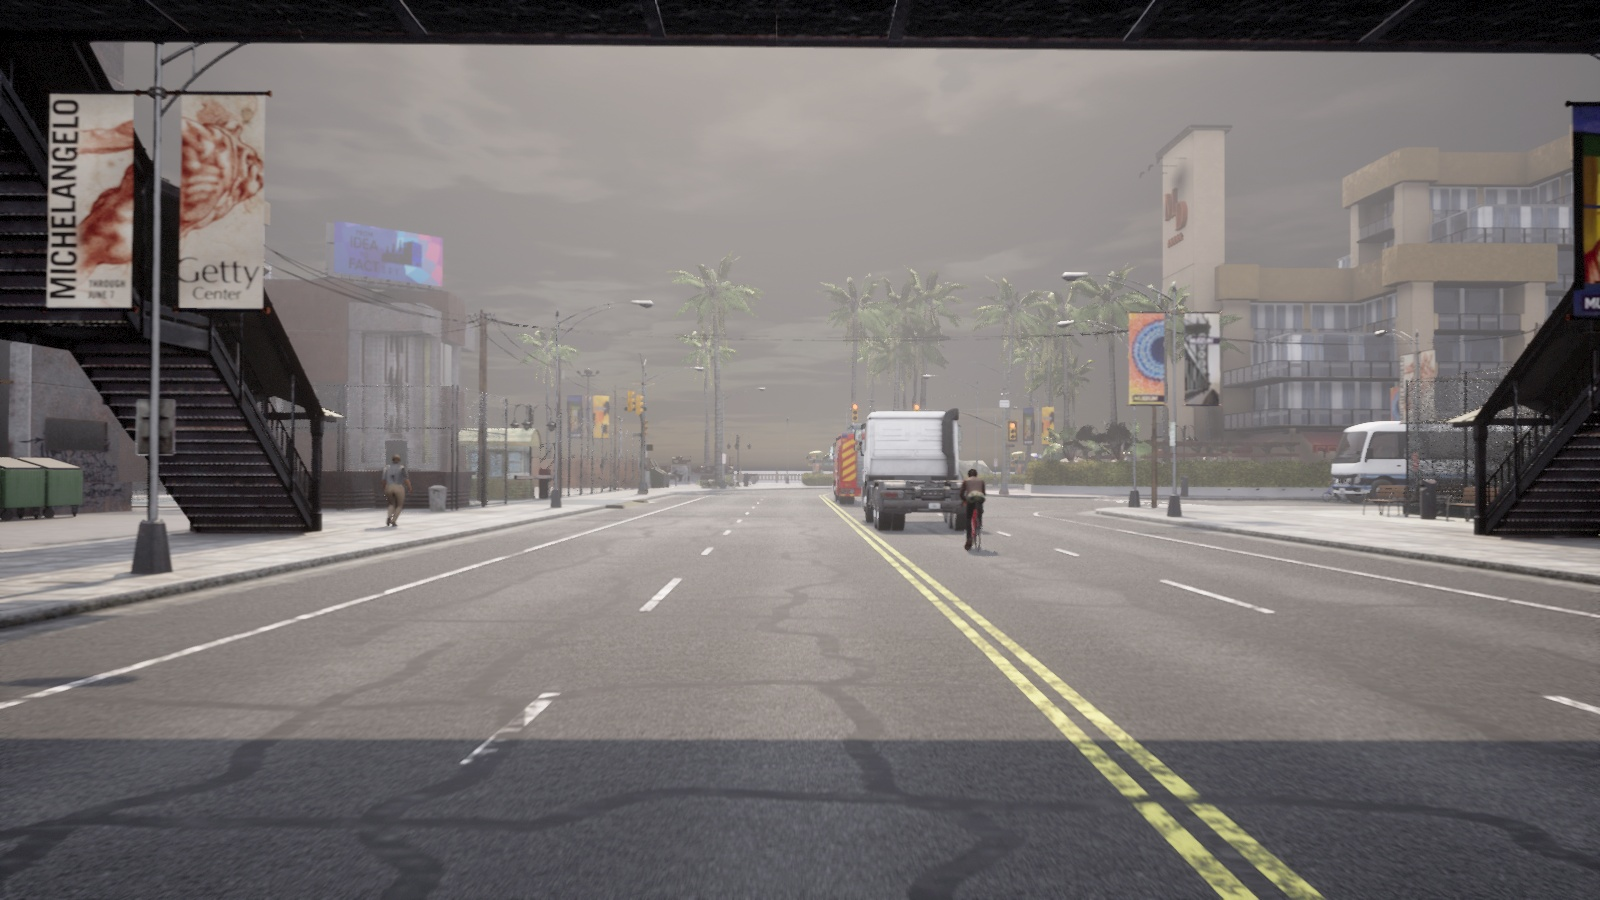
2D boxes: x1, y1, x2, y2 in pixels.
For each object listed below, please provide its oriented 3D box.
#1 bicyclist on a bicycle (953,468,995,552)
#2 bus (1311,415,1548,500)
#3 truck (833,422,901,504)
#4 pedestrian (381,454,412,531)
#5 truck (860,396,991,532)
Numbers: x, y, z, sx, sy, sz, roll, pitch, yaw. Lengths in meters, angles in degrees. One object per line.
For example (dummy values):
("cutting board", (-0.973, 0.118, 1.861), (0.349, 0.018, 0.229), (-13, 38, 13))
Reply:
("bicyclist on a bicycle", (3.465, 1.173, 25.120), (0.582, 1.620, 1.656), (0, 0, 0))
("bus", (32.384, 0.397, 64.940), (10.273, 4.253, 3.944), (0, -1, -1))
("truck", (3.230, 0.689, 62.861), (2.891, 3.827, 8.468), (0, -1, 0))
("pedestrian", (-9.765, 1.017, 30.419), (0.540, 1.848, 0.694), (0, -1, -1))
("truck", (3.395, 0.422, 35.952), (2.891, 3.462, 7.936), (0, -1, 0))
